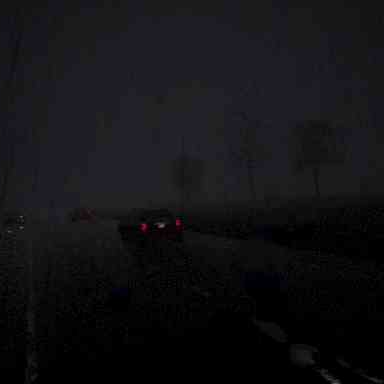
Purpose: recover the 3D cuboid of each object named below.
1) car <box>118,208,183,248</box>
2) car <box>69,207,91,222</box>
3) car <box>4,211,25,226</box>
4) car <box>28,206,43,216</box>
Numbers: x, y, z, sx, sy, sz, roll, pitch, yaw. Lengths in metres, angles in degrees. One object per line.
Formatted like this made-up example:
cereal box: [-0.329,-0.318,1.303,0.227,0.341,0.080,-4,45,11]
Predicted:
car: [-2.241,1.598,16.549,2.097,1.767,4.553,-4,0,-26]
car: [-13.588,2.567,40.014,2.097,1.767,4.553,-4,0,-26]
car: [-21.892,3.197,41.139,2.097,1.767,4.553,-4,0,-26]
car: [-34.911,4.539,73.546,1.994,1.385,4.181,-4,0,-18]
